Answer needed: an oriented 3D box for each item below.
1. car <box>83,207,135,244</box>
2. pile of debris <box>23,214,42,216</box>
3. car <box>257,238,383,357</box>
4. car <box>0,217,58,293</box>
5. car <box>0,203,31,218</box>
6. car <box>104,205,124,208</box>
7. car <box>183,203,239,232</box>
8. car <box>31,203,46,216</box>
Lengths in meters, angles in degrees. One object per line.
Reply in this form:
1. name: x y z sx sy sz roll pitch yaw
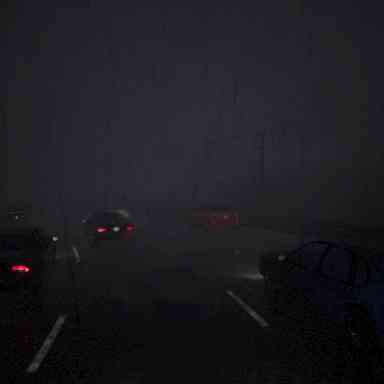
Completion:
1. car: -4.394 1.730 17.017 2.033 1.411 5.357 0 0 -24
2. pile of debris: -18.373 2.667 38.215 1.500 0.140 1.860 0 -1 -42
3. car: 2.975 1.569 6.121 2.033 1.411 5.357 0 0 -10
4. car: -4.864 1.670 9.081 2.033 1.411 5.357 0 -1 -17
5. car: -16.092 1.906 29.768 1.837 1.490 4.892 0 -1 -36
6. car: -6.910 1.828 28.797 1.812 1.442 4.674 0 -1 -32
7. car: 1.107 1.516 21.525 2.097 1.767 4.553 0 -1 -25
8. car: -18.289 1.966 37.968 1.882 1.535 5.008 0 -1 -41
